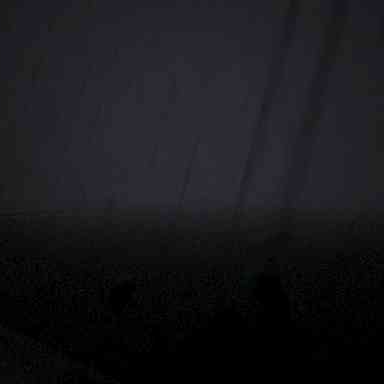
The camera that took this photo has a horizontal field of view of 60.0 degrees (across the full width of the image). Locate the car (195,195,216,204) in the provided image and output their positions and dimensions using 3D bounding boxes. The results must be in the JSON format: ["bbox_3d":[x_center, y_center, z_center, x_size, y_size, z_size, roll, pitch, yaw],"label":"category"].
[{"bbox_3d":[2.713,1.497,66.892,1.882,1.535,5.008,0,0,35],"label":"car"}]

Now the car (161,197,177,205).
[{"bbox_3d":[-2.983,1.584,58.639,1.994,1.385,4.181,0,0,35],"label":"car"}]

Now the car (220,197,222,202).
[{"bbox_3d":[5.599,1.619,64.913,1.895,1.301,4.718,0,0,35],"label":"car"}]

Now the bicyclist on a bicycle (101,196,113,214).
[{"bbox_3d":[-8.026,1.170,31.722,1.656,1.620,0.582,33,17,27],"label":"bicyclist on a bicycle"}]

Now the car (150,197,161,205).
[{"bbox_3d":[-5.812,1.586,60.692,1.994,1.385,4.181,0,0,35],"label":"car"}]

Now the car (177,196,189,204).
[{"bbox_3d":[-0.110,1.582,56.641,1.994,1.385,4.181,0,0,35],"label":"car"}]

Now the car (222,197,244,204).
[{"bbox_3d":[7.995,1.617,62.230,1.895,1.301,4.718,0,0,35],"label":"car"}]

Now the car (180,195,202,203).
[{"bbox_3d":[-0.157,1.499,68.896,1.882,1.535,5.008,0,0,35],"label":"car"}]

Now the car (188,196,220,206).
[{"bbox_3d":[2.031,1.494,53.612,1.882,1.535,5.008,0,0,35],"label":"car"}]
